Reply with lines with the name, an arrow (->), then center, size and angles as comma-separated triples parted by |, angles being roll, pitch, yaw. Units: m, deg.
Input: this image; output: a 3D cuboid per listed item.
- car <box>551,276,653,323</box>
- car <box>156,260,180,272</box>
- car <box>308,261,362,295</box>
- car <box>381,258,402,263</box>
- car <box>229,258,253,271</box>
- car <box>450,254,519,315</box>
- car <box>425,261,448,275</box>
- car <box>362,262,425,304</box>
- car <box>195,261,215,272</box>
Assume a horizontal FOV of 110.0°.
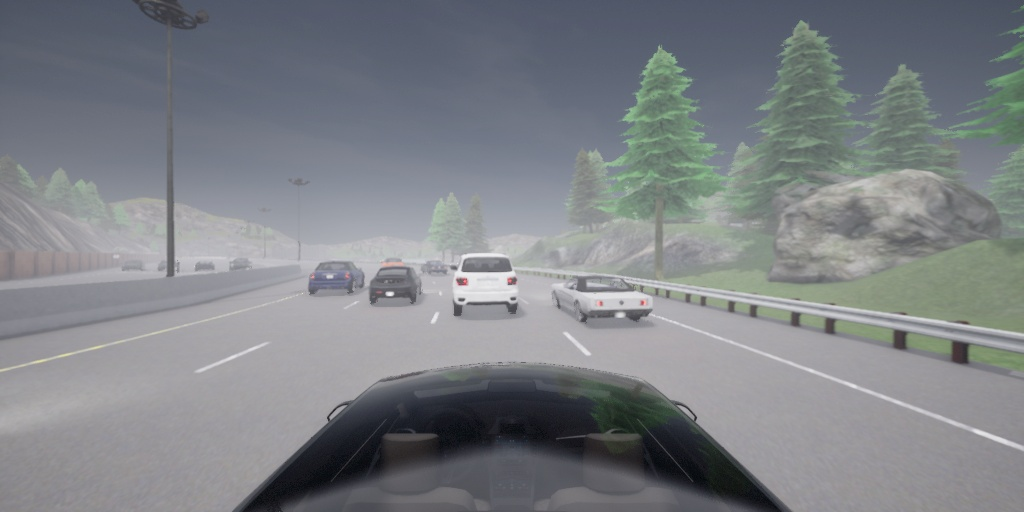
car -> 2.668, 1.296, 11.906 | 1.895, 1.301, 4.718 | 0, 0, -7
car -> -42.995, 1.199, 44.916 | 1.837, 1.490, 4.892 | 0, 0, -40
car -> -9.569, 1.051, 19.889 | 2.097, 1.767, 4.553 | 0, 0, -14
car -> -12.803, 0.978, 38.293 | 2.097, 1.767, 4.553 | 0, 0, -26
car -> -31.617, 1.024, 41.872 | 2.097, 1.767, 4.553 | 0, 0, -37
car -> -1.138, 0.923, 13.647 | 2.150, 2.045, 5.566 | 0, 1, -9
car -> -8.012, 1.166, 36.599 | 2.033, 1.411, 5.357 | 0, 0, -25
car -> -5.166, 1.206, 16.265 | 1.837, 1.490, 4.892 | 0, 0, -10
car -> -39.208, 1.279, 45.846 | 1.895, 1.301, 4.718 | 0, 0, -40
